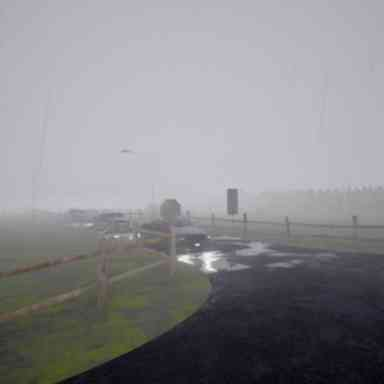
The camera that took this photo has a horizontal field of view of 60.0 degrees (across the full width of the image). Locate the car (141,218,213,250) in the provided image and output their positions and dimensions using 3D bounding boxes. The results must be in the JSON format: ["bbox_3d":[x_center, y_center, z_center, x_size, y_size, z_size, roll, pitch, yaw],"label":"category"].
[{"bbox_3d":[-1.008,2.037,17.135,2.033,1.411,5.357,0,-2,-28],"label":"car"}]

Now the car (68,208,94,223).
[{"bbox_3d":[-13.095,2.756,38.426,1.837,1.490,4.892,0,-1,-30],"label":"car"}]

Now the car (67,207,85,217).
[{"bbox_3d":[-18.966,3.275,54.442,1.882,1.535,5.008,0,-2,-30],"label":"car"}]

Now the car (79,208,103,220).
[{"bbox_3d":[-14.028,3.027,45.880,2.033,1.411,5.357,0,-2,-29],"label":"car"}]

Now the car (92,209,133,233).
[{"bbox_3d":[-6.196,2.321,26.302,1.837,1.490,4.892,0,-2,-30],"label":"car"}]
